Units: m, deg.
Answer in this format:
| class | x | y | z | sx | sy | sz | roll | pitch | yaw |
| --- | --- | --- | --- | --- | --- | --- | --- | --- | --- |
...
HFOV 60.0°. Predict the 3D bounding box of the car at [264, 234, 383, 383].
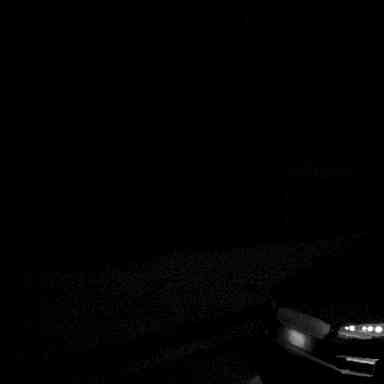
| class | x | y | z | sx | sy | sz | roll | pitch | yaw |
| --- | --- | --- | --- | --- | --- | --- | --- | --- | --- |
| car | 3.267 | 1.491 | 5.387 | 4.902 | 1.511 | 2.128 | 0 | 0 | -35 |
